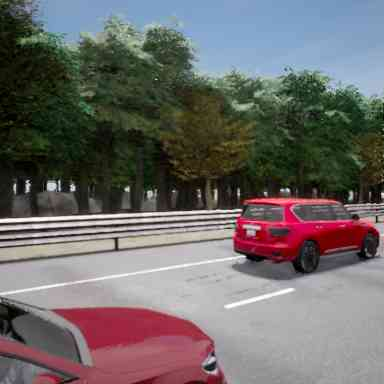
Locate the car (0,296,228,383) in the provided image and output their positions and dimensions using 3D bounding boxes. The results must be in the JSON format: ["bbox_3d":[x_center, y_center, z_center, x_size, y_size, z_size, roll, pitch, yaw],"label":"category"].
[{"bbox_3d":[-1.859,1.526,2.420,4.674,1.442,1.812,0,0,-36],"label":"car"}]

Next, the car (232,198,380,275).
[{"bbox_3d":[3.817,1.224,10.768,5.566,2.045,2.150,0,0,-36],"label":"car"}]
